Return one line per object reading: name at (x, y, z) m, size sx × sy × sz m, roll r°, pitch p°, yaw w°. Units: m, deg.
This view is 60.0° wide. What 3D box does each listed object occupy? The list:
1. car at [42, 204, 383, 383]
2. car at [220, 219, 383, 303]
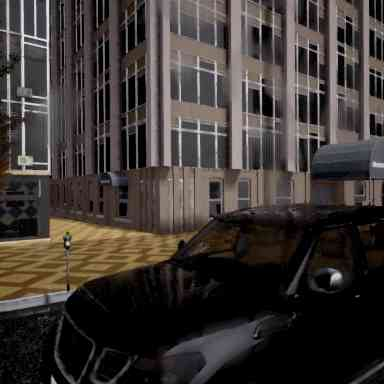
car at (1.181, 1.221, 4.228) m, size 5.566 × 2.045 × 2.150 m, roll 0°, pitch 0°, yaw -36°
car at (3.091, 1.549, 8.784) m, size 4.403 × 1.369 × 2.008 m, roll 0°, pitch -1°, yaw -36°
